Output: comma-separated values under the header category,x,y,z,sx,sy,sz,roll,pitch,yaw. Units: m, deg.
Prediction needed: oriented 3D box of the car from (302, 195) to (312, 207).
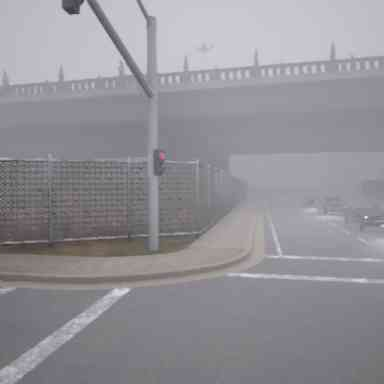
category,x,y,z,sx,sy,sz,roll,pitch,yaw
car,13.658,0.961,37.708,1.895,1.301,4.718,0,1,12

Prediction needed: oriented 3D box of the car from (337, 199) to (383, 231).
category,x,y,z,sx,sy,sz,roll,pitch,yaw
car,9.649,1.279,18.207,1.895,1.301,4.718,0,1,12

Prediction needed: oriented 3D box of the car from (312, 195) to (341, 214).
category,x,y,z,sx,sy,sz,roll,pitch,yaw
car,11.635,1.025,27.873,1.837,1.490,4.892,0,1,12
